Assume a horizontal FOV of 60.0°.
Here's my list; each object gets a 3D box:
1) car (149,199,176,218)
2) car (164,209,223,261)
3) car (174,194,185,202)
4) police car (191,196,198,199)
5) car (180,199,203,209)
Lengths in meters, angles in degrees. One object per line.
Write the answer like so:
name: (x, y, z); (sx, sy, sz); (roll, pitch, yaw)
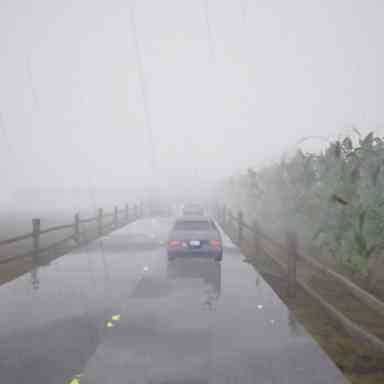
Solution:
car: (-2.848, 1.676, 31.254); (1.994, 1.385, 4.181); (0, 0, 0)
car: (0.095, 1.591, 12.469); (2.033, 1.411, 5.357); (0, 0, 0)
car: (-2.750, 1.462, 72.197); (2.150, 2.045, 5.566); (0, 0, 0)
police car: (0.825, 1.957, 92.632); (1.930, 1.638, 5.238); (0, -1, 0)
car: (0.097, 1.682, 32.830); (1.994, 1.385, 4.181); (0, 0, 0)
